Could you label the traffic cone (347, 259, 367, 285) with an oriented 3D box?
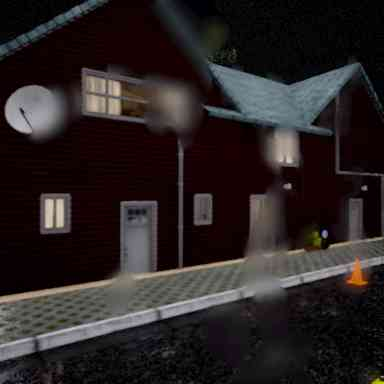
[{"bbox_3d":[4.066,1.938,8.192,0.340,0.580,0.340,0,0,-34],"label":"traffic cone"}]
